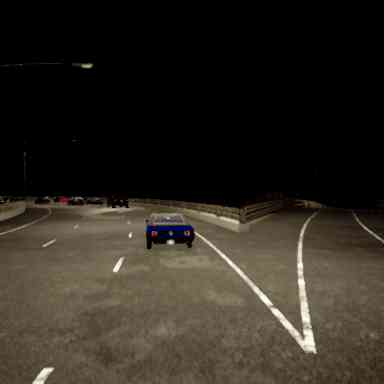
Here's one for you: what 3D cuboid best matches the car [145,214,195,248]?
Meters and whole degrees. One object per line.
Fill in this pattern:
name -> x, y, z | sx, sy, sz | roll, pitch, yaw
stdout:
car -> -1.109, 1.604, 14.743 | 1.895, 1.301, 4.718 | 0, 0, -8

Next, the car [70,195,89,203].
car -> -23.121, 1.493, 68.032 | 2.128, 1.511, 4.902 | 0, 0, -39

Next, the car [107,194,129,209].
car -> -10.496, 1.287, 46.815 | 2.150, 2.045, 5.566 | 0, 0, -25

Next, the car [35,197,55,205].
car -> -28.581, 1.691, 63.644 | 2.128, 1.511, 4.902 | 0, 0, -39

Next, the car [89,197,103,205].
car -> -17.577, 1.669, 59.971 | 1.994, 1.385, 4.181 | 0, 0, -34

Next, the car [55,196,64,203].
car -> -25.926, 1.535, 65.939 | 1.994, 1.385, 4.181 | 0, 0, -39

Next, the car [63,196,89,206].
car -> -20.029, 1.610, 57.323 | 2.128, 1.511, 4.902 | 0, 0, -34
